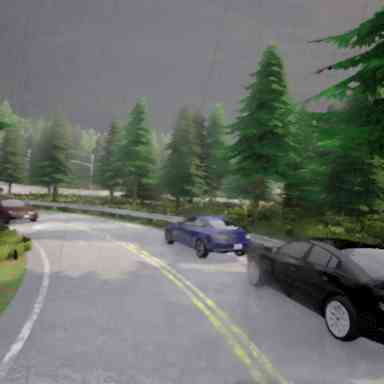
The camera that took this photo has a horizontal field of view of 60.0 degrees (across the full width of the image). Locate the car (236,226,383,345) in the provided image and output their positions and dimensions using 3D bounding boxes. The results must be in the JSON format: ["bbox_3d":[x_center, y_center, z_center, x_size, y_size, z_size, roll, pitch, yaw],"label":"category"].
[{"bbox_3d":[2.916,1.705,7.131,1.882,1.535,5.008,4,0,-16],"label":"car"}]

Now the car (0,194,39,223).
[{"bbox_3d":[-11.325,1.093,20.544,4.674,1.442,1.812,2,1,38],"label":"car"}]

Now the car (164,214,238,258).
[{"bbox_3d":[0.496,1.588,13.174,1.812,1.442,4.674,3,1,-27],"label":"car"}]

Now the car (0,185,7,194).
[{"bbox_3d":[-33.506,-0.473,55.925,1.994,1.385,4.181,5,3,7],"label":"car"}]

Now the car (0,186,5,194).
[{"bbox_3d":[-18.926,0.410,28.768,5.566,2.045,2.150,2,2,25],"label":"car"}]
